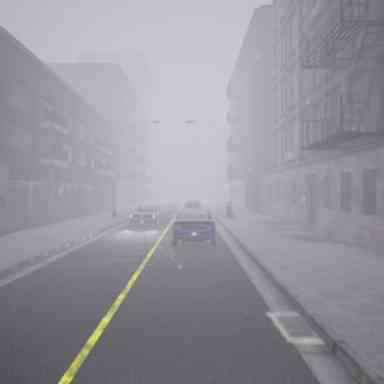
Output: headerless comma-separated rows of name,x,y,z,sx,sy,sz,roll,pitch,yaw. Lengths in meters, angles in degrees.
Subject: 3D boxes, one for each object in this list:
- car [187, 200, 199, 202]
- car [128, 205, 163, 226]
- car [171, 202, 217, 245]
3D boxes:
car,0.094,1.515,34.317,1.994,1.385,4.181,0,0,0
car,-3.103,1.570,22.975,1.895,1.301,4.718,0,0,0
car,0.096,1.458,15.363,1.882,1.535,5.008,0,0,0
